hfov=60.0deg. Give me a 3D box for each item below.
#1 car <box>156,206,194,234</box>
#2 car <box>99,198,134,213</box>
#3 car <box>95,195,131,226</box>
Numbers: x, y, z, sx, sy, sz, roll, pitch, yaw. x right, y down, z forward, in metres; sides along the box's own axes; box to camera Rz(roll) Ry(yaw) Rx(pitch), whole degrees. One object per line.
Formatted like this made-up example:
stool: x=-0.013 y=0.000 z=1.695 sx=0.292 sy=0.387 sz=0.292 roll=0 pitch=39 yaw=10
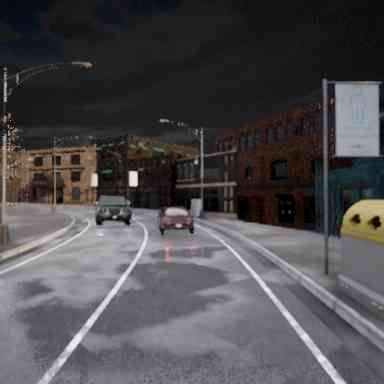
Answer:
car: x=-1.032 y=1.537 z=19.243 sx=1.812 sy=1.442 sz=4.674 roll=0 pitch=0 yaw=-9
car: x=-8.716 y=1.491 z=38.084 sx=2.128 sy=1.511 sz=4.902 roll=1 pitch=0 yaw=-34
car: x=-5.656 y=1.216 z=23.655 sx=2.150 sy=2.045 sz=5.566 roll=1 pitch=0 yaw=-17
